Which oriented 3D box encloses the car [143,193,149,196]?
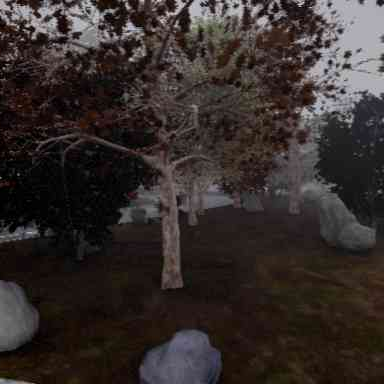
[{"bbox_3d":[-7.114,-0.226,49.999,5.008,1.535,1.882,2,2,36],"label":"car"}]

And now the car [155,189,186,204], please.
[{"bbox_3d":[-1.877,0.529,32.728,1.882,1.535,5.008,-1,2,11],"label":"car"}]
